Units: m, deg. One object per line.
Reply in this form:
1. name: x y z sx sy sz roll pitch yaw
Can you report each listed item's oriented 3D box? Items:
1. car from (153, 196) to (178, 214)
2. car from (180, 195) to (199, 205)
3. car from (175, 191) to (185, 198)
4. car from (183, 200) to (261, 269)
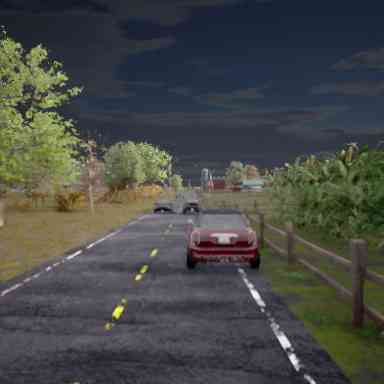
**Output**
1. car: -2.849 1.410 34.369 2.033 1.411 5.357 0 0 0
2. car: 0.036 1.374 33.158 1.837 1.490 4.892 0 0 0
3. car: -2.749 0.702 76.396 2.150 2.045 5.566 0 0 0
4. car: 0.900 1.311 11.221 2.097 1.767 4.553 0 0 1
